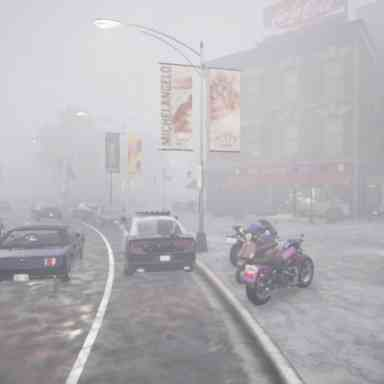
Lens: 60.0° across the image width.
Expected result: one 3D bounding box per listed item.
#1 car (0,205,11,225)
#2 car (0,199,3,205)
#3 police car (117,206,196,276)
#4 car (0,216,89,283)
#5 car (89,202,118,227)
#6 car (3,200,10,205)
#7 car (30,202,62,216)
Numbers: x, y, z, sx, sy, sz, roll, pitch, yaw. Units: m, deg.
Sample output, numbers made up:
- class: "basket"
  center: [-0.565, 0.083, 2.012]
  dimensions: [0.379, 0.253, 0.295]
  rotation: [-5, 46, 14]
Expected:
- class: "car"
  center: [-9.077, 1.488, 13.612]
  dimensions: [1.837, 1.490, 4.892]
  rotation: [1, 0, -18]
- class: "car"
  center: [-20.339, 1.511, 32.064]
  dimensions: [2.033, 1.411, 5.357]
  rotation: [0, 0, -43]
- class: "police car"
  center: [-1.273, 1.419, 10.665]
  dimensions: [1.930, 1.638, 5.238]
  rotation: [0, 0, -14]
- class: "car"
  center: [-4.222, 1.592, 9.502]
  dimensions: [1.895, 1.301, 4.718]
  rotation: [0, 0, -12]
- class: "car"
  center: [-5.576, 1.580, 22.741]
  dimensions: [1.895, 1.301, 4.718]
  rotation: [0, 0, -24]
- class: "car"
  center: [-23.051, 1.520, 39.076]
  dimensions: [4.181, 1.385, 1.994]
  rotation: [0, 0, 40]
- class: "car"
  center: [-11.644, 1.502, 26.456]
  dimensions: [1.812, 1.442, 4.674]
  rotation: [0, 0, -33]
